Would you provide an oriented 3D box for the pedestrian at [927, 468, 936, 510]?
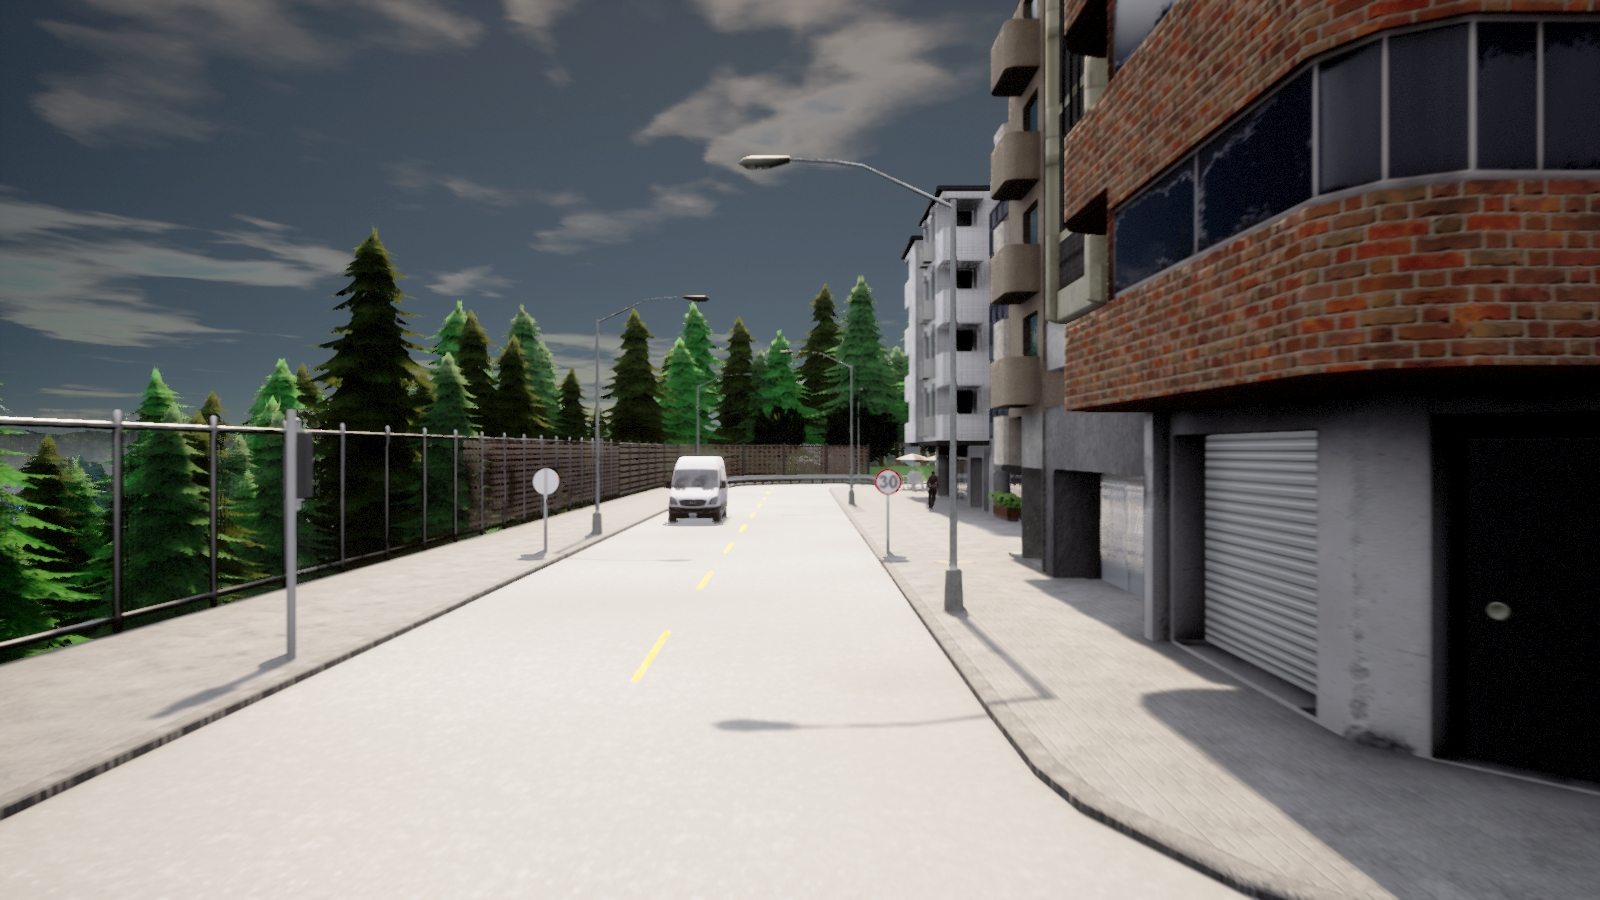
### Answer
[{"bbox_3d":[5.881,1.743,51.022,0.375,1.860,0.375,0,0,4],"label":"pedestrian"}]

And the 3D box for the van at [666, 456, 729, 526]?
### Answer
[{"bbox_3d":[-3.999,1.534,45.453,1.988,2.561,5.915,0,0,0],"label":"van"}]
